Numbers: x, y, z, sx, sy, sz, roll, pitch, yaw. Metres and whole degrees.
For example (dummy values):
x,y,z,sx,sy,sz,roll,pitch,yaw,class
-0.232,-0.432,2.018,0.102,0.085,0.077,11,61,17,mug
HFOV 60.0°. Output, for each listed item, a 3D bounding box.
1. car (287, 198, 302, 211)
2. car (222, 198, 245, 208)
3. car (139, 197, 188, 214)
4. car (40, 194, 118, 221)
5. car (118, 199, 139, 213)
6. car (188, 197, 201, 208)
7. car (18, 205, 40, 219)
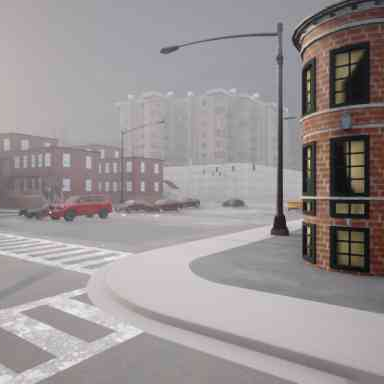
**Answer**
x,y,z,sx,sy,sz,roll,pitch,yaw,class
13.125,1.478,40.337,1.882,1.535,5.008,0,0,36,car
6.085,1.565,48.756,1.994,1.385,4.181,0,0,36,car
-3.003,1.478,36.165,1.882,1.535,5.008,0,0,35,car
-9.166,1.221,27.549,2.150,2.045,5.566,0,0,36,car
-6.518,1.526,37.253,1.812,1.442,4.674,0,0,35,car
-0.741,1.492,45.315,2.128,1.511,4.902,0,0,36,car
-12.247,1.547,29.260,2.033,1.411,5.357,0,0,36,car
